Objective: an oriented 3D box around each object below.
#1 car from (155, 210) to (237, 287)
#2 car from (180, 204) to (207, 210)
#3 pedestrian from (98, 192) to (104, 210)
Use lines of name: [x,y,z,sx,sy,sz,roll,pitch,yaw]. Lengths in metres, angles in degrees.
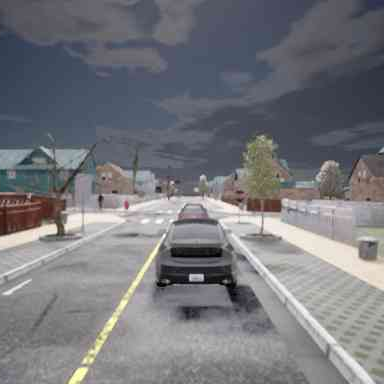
car: [0.096,1.476,9.176,1.837,1.490,4.892,0,0,0]
car: [0.095,1.500,22.760,1.994,1.385,4.181,0,0,1]
pedestrian: [-9.622,0.932,34.928,0.375,1.860,0.375,0,-2,0]
